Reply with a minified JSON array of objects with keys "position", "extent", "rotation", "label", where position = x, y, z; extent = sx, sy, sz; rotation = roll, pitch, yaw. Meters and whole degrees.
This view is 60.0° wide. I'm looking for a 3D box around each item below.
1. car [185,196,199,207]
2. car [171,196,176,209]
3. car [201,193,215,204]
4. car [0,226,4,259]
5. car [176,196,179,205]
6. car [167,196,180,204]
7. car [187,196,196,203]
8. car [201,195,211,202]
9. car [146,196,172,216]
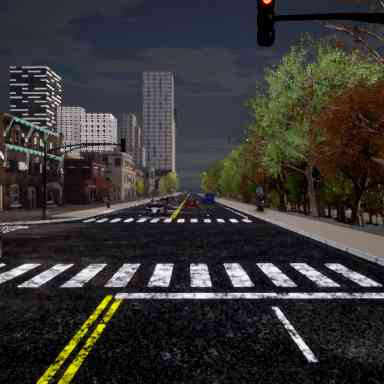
[{"position":[-0.030,1.546,49.877],"extent":[1.994,1.385,4.181],"rotation":[0,0,0],"label":"car"},{"position":[-3.449,1.490,43.032],"extent":[1.837,1.490,4.892],"rotation":[0,0,0],"label":"car"},{"position":[3.187,1.198,63.834],"extent":[2.150,2.045,5.566],"rotation":[0,0,0],"label":"car"},{"position":[-6.829,1.476,9.353],"extent":[1.882,1.535,5.008],"rotation":[1,0,-16],"label":"car"},{"position":[-3.467,1.486,53.172],"extent":[1.837,1.490,4.892],"rotation":[0,0,0],"label":"car"},{"position":[-3.456,1.468,63.562],"extent":[2.128,1.511,4.902],"rotation":[0,0,1],"label":"car"},{"position":[-0.124,1.532,71.249],"extent":[1.994,1.385,4.181],"rotation":[0,0,0],"label":"car"},{"position":[3.057,1.448,74.409],"extent":[1.882,1.535,5.008],"rotation":[0,0,0],"label":"car"},{"position":[-3.429,1.481,32.982],"extent":[2.128,1.511,4.902],"rotation":[0,0,0],"label":"car"}]
